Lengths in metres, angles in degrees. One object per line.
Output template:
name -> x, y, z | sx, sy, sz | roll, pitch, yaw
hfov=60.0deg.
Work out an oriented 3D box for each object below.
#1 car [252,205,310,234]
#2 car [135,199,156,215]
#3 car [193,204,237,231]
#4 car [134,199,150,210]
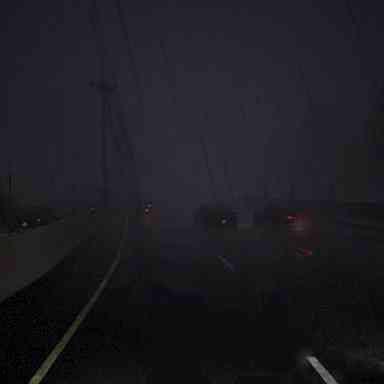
car -> 5.041, 1.504, 19.379 | 1.837, 1.490, 4.892 | 0, 0, -9
car -> -4.800, 1.505, 34.394 | 1.837, 1.490, 4.892 | 0, 0, -11
car -> 1.301, 1.477, 20.552 | 1.882, 1.535, 5.008 | 0, 0, -10
car -> -6.723, 1.601, 44.628 | 1.895, 1.301, 4.718 | 0, 0, -11
